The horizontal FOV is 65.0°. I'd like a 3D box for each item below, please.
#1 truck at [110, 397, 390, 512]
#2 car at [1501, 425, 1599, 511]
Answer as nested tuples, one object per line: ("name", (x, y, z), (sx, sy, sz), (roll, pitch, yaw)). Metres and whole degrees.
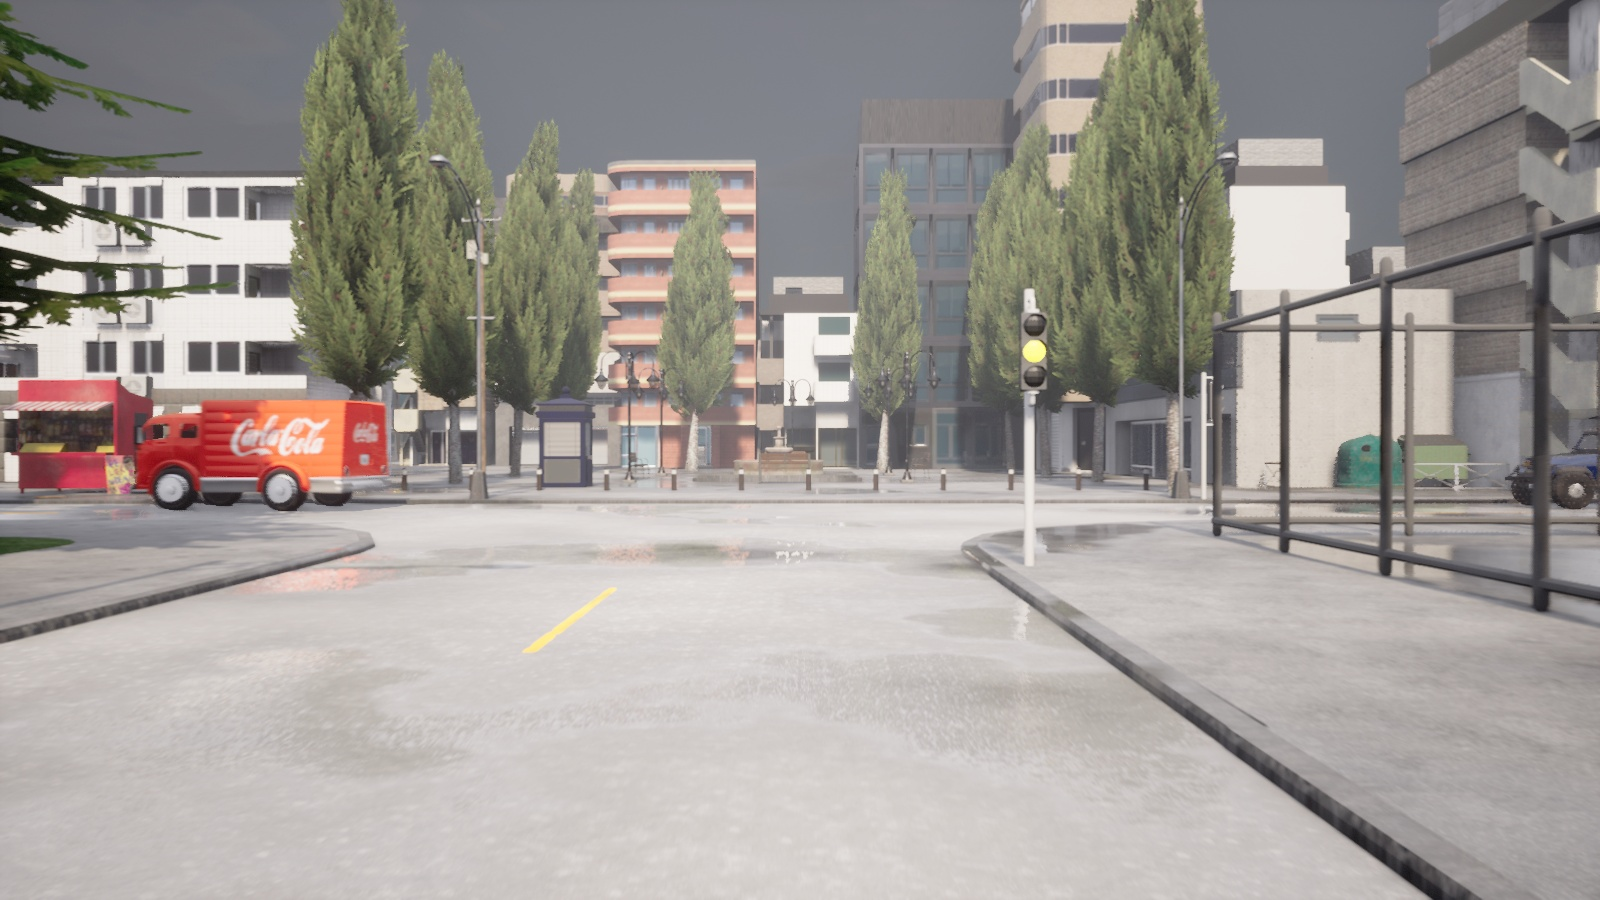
("truck", (-12.385, 0.089, 28.515), (5.204, 2.467, 2.627), (0, 0, 7))
("car", (18.385, 0.397, 28.506), (3.866, 1.878, 1.905), (0, 0, 0))
